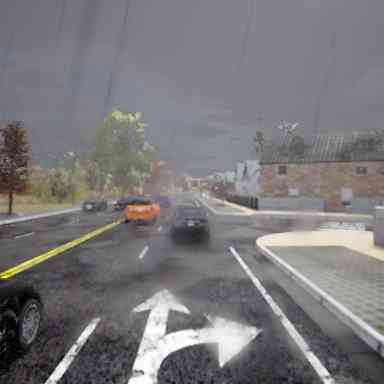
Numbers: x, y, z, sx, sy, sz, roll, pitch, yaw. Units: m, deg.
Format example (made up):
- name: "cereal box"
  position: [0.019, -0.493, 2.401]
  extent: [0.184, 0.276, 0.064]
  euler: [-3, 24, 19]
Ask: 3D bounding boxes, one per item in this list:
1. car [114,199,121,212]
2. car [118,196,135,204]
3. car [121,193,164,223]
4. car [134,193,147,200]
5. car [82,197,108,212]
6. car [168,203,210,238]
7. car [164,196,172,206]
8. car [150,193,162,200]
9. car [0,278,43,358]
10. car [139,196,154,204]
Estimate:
- name: "car"
  position: [-7.064, 1.351, 35.830]
  extent: [1.994, 1.385, 4.181]
  euler: [0, 0, -1]
- name: "car"
  position: [-10.554, 1.270, 54.158]
  extent: [1.895, 1.301, 4.718]
  euler: [0, 0, 0]
- name: "car"
  position: [-3.438, 1.210, 24.006]
  extent: [2.097, 1.767, 4.553]
  euler: [0, 0, -1]
- name: "car"
  position: [-10.737, 0.946, 69.628]
  extent: [2.033, 1.411, 5.357]
  euler: [0, 0, -1]
- name: "car"
  position: [-10.311, 1.281, 35.654]
  extent: [2.128, 1.511, 4.902]
  euler: [0, 0, -1]
- name: "car"
  position: [-0.082, 1.447, 16.876]
  extent: [2.033, 1.411, 5.357]
  euler: [0, 0, -1]
- name: "car"
  position: [-3.739, 1.213, 43.603]
  extent: [1.882, 1.535, 5.008]
  euler: [0, 0, -1]
- name: "car"
  position: [-7.483, 0.971, 69.381]
  extent: [2.033, 1.411, 5.357]
  euler: [0, 0, -1]
- name: "car"
  position: [-3.178, 1.507, 3.169]
  extent: [1.812, 1.442, 4.674]
  euler: [0, 0, 0]
- name: "car"
  position: [-7.309, 1.270, 53.942]
  extent: [1.895, 1.301, 4.718]
  euler: [0, 0, 0]
